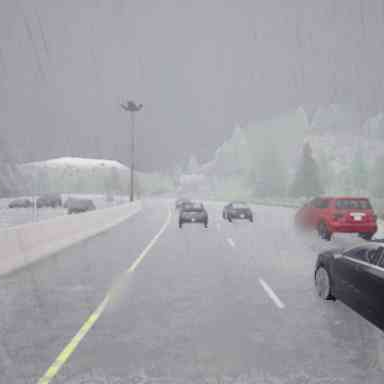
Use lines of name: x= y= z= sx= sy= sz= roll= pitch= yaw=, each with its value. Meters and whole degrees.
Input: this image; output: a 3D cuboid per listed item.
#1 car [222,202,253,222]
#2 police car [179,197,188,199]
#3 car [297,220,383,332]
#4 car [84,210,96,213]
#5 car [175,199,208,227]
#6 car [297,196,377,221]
car: x=3.468 y=1.502 z=25.648 sx=1.812 sy=1.442 sz=4.674 roll=0 pitch=0 yaw=-2
police car: x=-1.062 y=1.467 z=41.219 sx=2.038 sy=1.542 sz=4.974 roll=0 pitch=0 yaw=-6
car: x=3.602 y=1.487 z=5.400 sx=2.128 sy=1.511 sz=4.902 roll=0 pitch=0 yaw=0
car: x=-11.159 y=1.474 z=34.083 sx=1.837 sy=1.490 sz=4.892 roll=0 pitch=0 yaw=-4
car: x=0.048 y=1.471 z=22.346 sx=2.128 sy=1.511 sz=4.902 roll=0 pitch=0 yaw=-1
car: x=7.112 y=1.206 z=16.908 sx=2.150 sy=2.045 sz=5.566 roll=0 pitch=0 yaw=0
